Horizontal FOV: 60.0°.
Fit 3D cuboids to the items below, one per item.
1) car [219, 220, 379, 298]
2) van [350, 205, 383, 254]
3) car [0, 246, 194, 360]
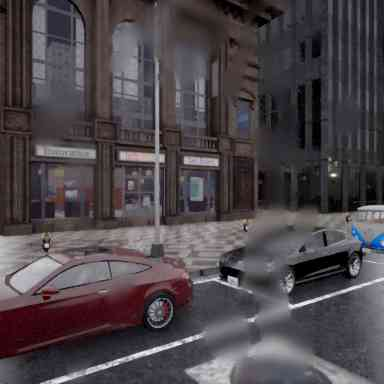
[{"bbox_3d":[2.670,1.566,8.535,4.313,1.339,1.947,0,0,-35],"label":"car"},{"bbox_3d":[7.252,1.341,11.787,3.998,1.788,1.690,0,0,-35],"label":"van"},{"bbox_3d":[-1.912,1.582,5.284,4.206,1.307,1.802,0,0,-35],"label":"car"}]
